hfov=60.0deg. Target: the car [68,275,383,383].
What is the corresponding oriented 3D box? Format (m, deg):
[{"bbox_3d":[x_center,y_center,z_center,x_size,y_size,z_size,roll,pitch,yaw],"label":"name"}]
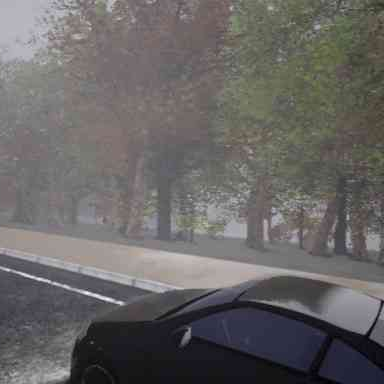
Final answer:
[{"bbox_3d":[0.733,1.552,3.162,4.181,1.385,1.994,1,0,35],"label":"car"}]
